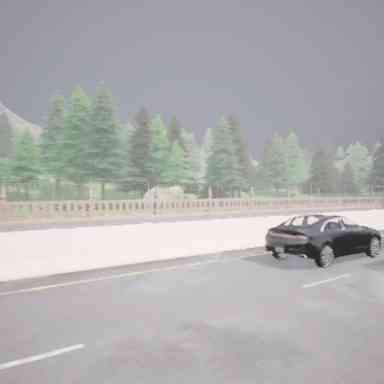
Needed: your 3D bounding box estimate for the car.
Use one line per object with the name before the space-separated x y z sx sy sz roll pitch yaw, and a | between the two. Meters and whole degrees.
car | 4.580 1.508 11.319 4.902 1.511 2.128 0 0 -36
